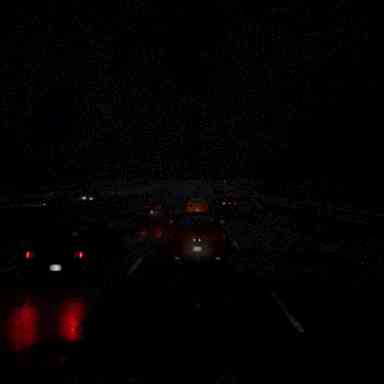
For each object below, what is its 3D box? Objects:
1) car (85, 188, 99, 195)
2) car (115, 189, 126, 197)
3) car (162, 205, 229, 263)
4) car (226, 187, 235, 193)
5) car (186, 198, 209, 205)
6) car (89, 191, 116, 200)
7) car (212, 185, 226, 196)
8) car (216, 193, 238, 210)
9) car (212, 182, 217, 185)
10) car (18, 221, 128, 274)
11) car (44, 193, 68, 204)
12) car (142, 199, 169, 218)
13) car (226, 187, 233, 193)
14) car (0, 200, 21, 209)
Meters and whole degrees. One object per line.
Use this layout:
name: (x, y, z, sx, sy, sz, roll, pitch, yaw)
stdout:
car: (-21.664, -0.181, 72.228, 1.882, 1.535, 5.008, 0, 2, 0)
car: (-15.380, 0.232, 70.496, 1.882, 1.535, 5.008, 0, 2, 3)
car: (0.178, 1.443, 11.831, 1.882, 1.535, 5.008, 0, 0, 1)
car: (9.706, -0.221, 82.243, 2.128, 1.511, 4.902, 0, 2, 5)
car: (0.515, 1.299, 30.100, 1.882, 1.535, 5.008, 0, 1, 1)
car: (-13.032, 0.994, 48.720, 1.994, 1.385, 4.181, 0, 1, 3)
car: (5.975, -0.106, 76.055, 2.097, 1.767, 4.553, 0, 2, 3)
car: (4.134, 1.213, 37.948, 2.033, 1.411, 5.357, 0, 1, 2)
car: (6.885, -0.857, 91.854, 2.150, 2.045, 5.566, 0, 2, 3)
car: (-3.339, 1.571, 10.423, 1.895, 1.301, 4.718, 0, 0, 1)
car: (-20.014, 0.915, 49.180, 2.128, 1.511, 4.902, 0, 2, 3)
car: (-3.036, 1.339, 28.154, 2.128, 1.511, 4.902, 0, 1, 1)
car: (10.413, -0.658, 92.238, 1.837, 1.490, 4.892, 0, 3, 3)
car: (-17.202, 1.434, 29.278, 1.895, 1.301, 4.718, 0, 1, 2)
